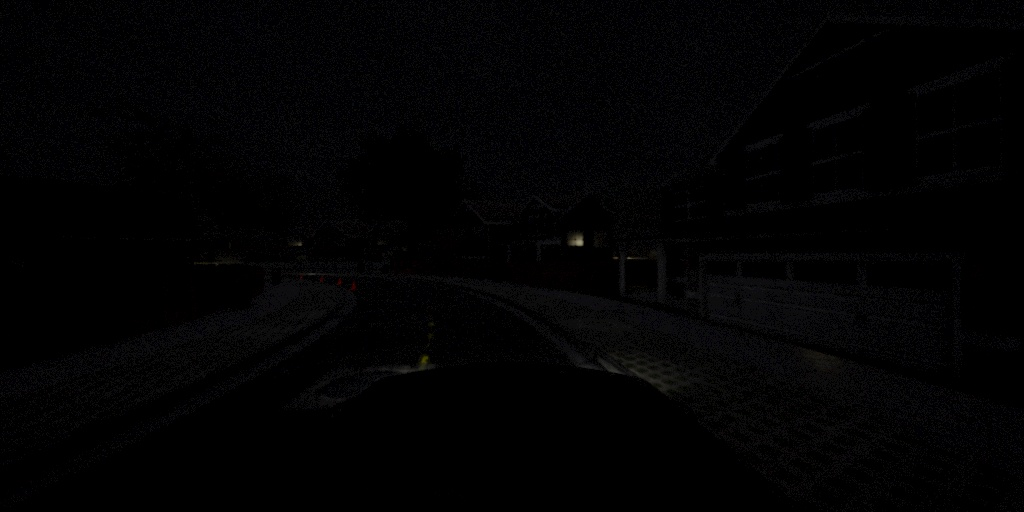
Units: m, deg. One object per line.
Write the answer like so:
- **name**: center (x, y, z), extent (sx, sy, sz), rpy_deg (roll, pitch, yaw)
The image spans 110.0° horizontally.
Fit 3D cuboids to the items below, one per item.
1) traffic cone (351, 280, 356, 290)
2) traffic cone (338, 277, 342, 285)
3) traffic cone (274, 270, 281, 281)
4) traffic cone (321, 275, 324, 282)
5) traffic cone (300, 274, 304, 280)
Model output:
- **traffic cone**: center (-10.031, 1.831, 22.759), extent (0.340, 0.580, 0.340), rpy_deg (0, 0, -32)
- **traffic cone**: center (-12.766, 1.856, 26.596), extent (0.340, 0.580, 0.340), rpy_deg (0, 0, -39)
- **traffic cone**: center (-23.338, 1.964, 35.883), extent (0.340, 0.580, 0.340), rpy_deg (0, 0, 31)
- **traffic cone**: center (-15.924, 1.885, 30.092), extent (0.340, 0.580, 0.340), rpy_deg (0, 0, 45)
- **traffic cone**: center (-19.463, 1.921, 33.202), extent (0.340, 0.580, 0.340), rpy_deg (0, 0, 38)
